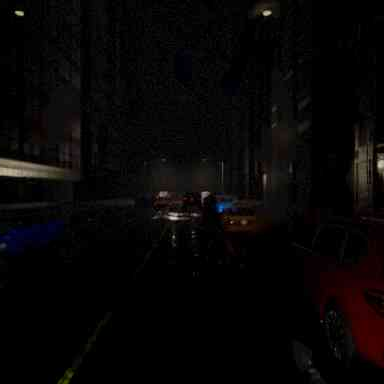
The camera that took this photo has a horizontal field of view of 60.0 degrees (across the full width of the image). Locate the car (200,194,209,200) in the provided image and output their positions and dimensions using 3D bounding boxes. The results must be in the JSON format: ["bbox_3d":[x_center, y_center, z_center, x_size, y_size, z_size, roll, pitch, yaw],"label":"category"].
[{"bbox_3d":[2.763,1.055,72.897,1.887,1.381,4.507,0,0,0],"label":"car"}]

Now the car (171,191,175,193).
[{"bbox_3d":[-5.762,0.914,78.498,1.967,1.590,4.097,0,0,0],"label":"car"}]

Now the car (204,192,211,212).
[{"bbox_3d":[2.764,1.047,39.241,2.192,1.841,5.009,0,0,0],"label":"car"}]

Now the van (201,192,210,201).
[{"bbox_3d":[2.764,0.888,67.287,1.690,1.788,3.998,0,0,0],"label":"van"}]

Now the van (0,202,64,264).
[{"bbox_3d":[-5.761,1.263,11.184,1.690,1.788,3.998,0,0,0],"label":"van"}]

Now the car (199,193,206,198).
[{"bbox_3d":[2.763,0.926,89.894,1.752,1.417,4.829,0,0,0],"label":"car"}]

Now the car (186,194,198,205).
[{"bbox_3d":[0.001,1.148,52.670,1.837,1.490,4.892,0,0,0],"label":"car"}]

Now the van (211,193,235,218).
[{"bbox_3d":[2.764,1.149,28.024,1.690,1.788,3.998,0,0,0],"label":"van"}]

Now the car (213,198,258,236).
[{"bbox_3d":[2.351,1.335,17.558,1.801,1.575,5.366,0,0,0],"label":"car"}]

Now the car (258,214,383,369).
[{"bbox_3d":[2.764,1.275,5.587,2.192,1.841,5.009,0,0,0],"label":"car"}]

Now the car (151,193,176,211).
[{"bbox_3d":[-3.093,1.225,37.060,1.882,1.535,5.008,0,0,0],"label":"car"}]

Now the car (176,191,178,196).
[{"bbox_3d":[-5.762,0.895,95.156,1.752,1.417,4.829,0,0,0],"label":"car"}]

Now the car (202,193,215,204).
[{"bbox_3d":[2.764,1.061,56.069,1.967,1.590,4.097,0,0,0],"label":"car"}]

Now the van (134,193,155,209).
[{"bbox_3d":[-5.761,1.074,39.231,1.690,1.788,3.998,0,0,0],"label":"van"}]

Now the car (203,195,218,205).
[{"bbox_3d":[2.763,1.202,50.461,1.887,1.381,4.507,0,0,0],"label":"car"}]

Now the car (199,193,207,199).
[{"bbox_3d":[2.763,0.961,84.285,1.752,1.417,4.829,0,0,0],"label":"car"}]

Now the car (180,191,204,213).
[{"bbox_3d":[0.033,0.953,38.853,2.150,2.045,5.566,0,0,1],"label":"car"}]
